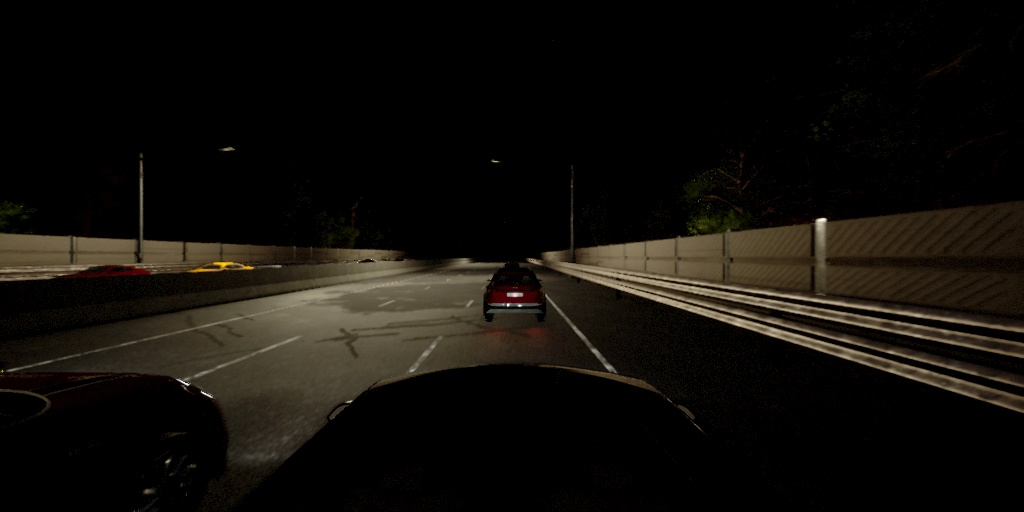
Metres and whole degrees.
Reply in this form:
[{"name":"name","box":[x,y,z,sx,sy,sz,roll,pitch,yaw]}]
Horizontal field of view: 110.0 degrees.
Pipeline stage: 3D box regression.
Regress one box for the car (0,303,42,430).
[{"name":"car","box":[-6.902,1.298,1.809,2.033,1.411,5.357,0,0,0]}]

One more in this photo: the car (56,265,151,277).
[{"name":"car","box":[-24.638,1.283,21.779,1.812,1.442,4.674,0,0,0]}]

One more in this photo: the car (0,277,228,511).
[{"name":"car","box":[-3.405,1.103,1.079,2.097,1.767,4.553,0,0,0]}]

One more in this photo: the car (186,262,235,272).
[{"name":"car","box":[-21.146,1.235,25.934,1.882,1.535,5.008,0,0,0]}]

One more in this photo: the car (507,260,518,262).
[{"name":"car","box":[0.010,1.263,43.059,1.837,1.490,4.892,0,0,0]}]

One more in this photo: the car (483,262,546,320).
[{"name":"car","box":[0.081,1.182,12.583,2.033,1.649,4.856,0,0,0]}]

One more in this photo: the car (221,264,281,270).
[{"name":"car","box":[-17.646,1.358,25.440,1.895,1.301,4.718,0,0,0]}]
